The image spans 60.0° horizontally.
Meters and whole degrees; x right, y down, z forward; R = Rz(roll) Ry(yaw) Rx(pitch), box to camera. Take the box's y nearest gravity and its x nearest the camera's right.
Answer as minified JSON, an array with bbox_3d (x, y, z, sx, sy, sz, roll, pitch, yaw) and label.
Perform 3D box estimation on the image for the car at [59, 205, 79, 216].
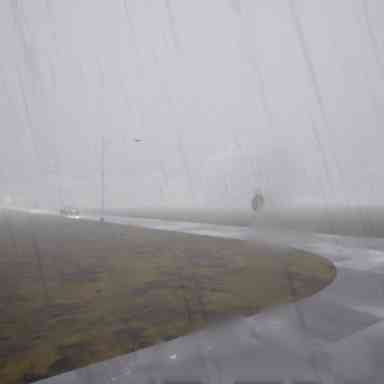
[{"bbox_3d":[-18.524,2.724,50.057,2.128,1.511,4.902,1,-2,-36],"label":"car"}]
